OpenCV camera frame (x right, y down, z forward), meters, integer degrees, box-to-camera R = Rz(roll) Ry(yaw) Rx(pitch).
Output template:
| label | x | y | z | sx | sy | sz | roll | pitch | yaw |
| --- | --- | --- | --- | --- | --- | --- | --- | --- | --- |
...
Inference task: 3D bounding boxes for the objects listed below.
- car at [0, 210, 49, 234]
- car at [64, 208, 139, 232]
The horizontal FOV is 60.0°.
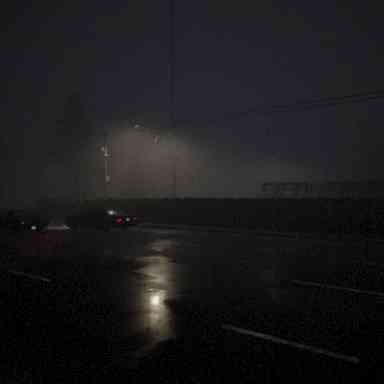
| label | x | y | z | sx | sy | sz | roll | pitch | yaw |
| --- | --- | --- | --- | --- | --- | --- | --- | --- | --- |
| car | -10.899 | 1.780 | 20.390 | 4.718 | 1.301 | 1.895 | -1 | 0 | 36 |
| car | -5.818 | 1.694 | 21.060 | 5.357 | 1.411 | 2.033 | -1 | 0 | 36 |
